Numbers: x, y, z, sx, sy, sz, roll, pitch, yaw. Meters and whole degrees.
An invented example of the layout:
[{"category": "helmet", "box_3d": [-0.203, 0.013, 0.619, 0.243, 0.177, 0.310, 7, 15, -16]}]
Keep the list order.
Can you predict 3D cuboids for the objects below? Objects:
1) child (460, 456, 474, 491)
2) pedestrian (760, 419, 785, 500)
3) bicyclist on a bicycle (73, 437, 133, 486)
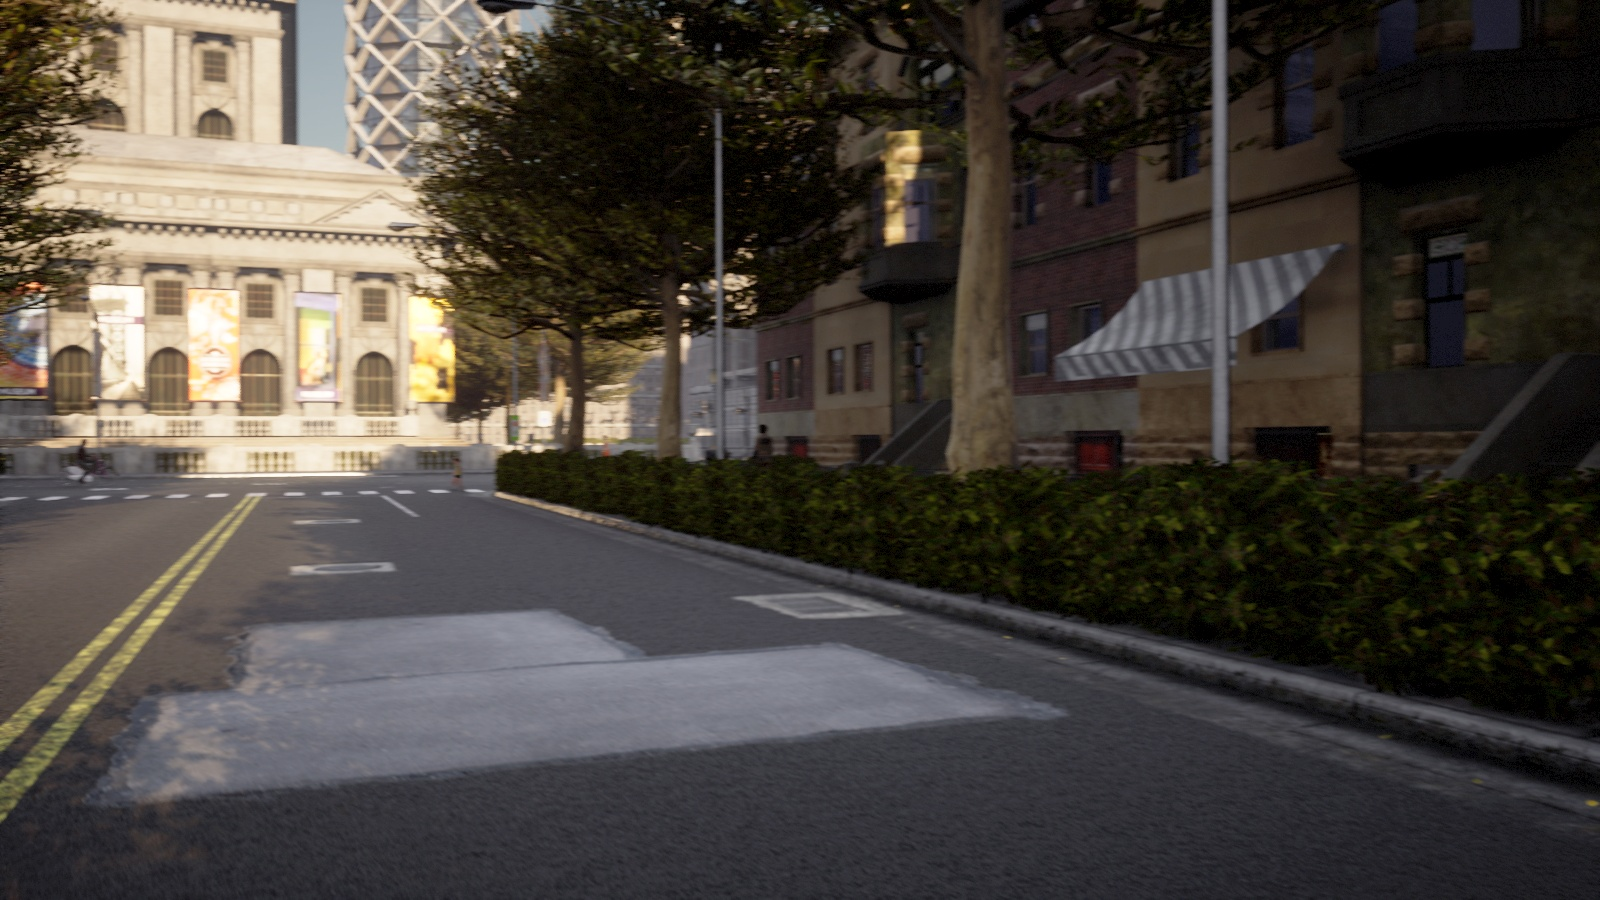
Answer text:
[{"category": "child", "box_3d": [-10.523, 0.735, 39.707, 0.394, 1.110, 0.255, 0, 0, -21]}, {"category": "pedestrian", "box_3d": [-0.681, 0.228, 30.590, 0.396, 1.930, 0.692, 0, 0, -21]}, {"category": "bicyclist on a bicycle", "box_3d": [-25.684, 0.426, 46.330, 1.843, 1.776, 0.659, -1, 0, -21]}]
